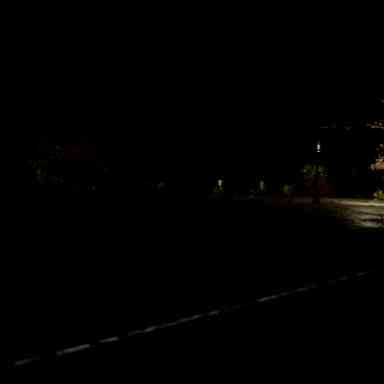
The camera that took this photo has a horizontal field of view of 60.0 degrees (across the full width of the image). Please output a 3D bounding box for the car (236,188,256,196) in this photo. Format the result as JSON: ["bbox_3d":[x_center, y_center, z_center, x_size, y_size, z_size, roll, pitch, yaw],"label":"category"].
[{"bbox_3d":[11.026,0.007,67.956,1.812,1.442,4.674,0,2,-35],"label":"car"}]
